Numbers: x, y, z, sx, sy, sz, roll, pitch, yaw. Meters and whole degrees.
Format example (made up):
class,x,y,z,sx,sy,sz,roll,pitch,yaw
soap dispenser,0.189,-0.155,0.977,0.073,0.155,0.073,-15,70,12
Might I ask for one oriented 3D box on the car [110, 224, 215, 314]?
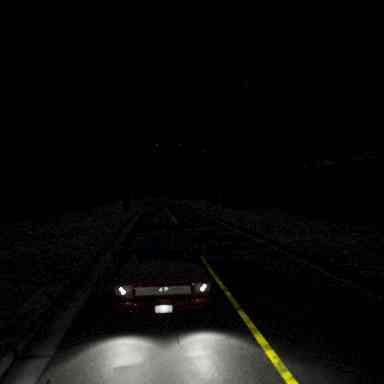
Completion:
class,x,y,z,sx,sy,sz,roll,pitch,yaw
car,-0.826,1.539,8.126,2.033,1.411,5.357,0,0,-8
